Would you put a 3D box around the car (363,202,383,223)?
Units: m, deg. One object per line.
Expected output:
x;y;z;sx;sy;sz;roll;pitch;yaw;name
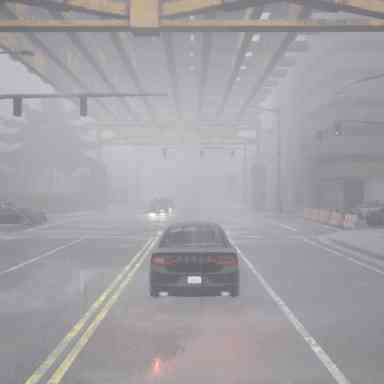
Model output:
13.262;1.240;20.940;4.536;1.218;1.853;0;0;-20;car

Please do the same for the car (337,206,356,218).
13.577;1.234;25.059;4.536;1.218;1.853;0;0;25;car

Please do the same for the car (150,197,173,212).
-3.677;1.450;38.330;2.128;1.511;4.902;0;0;0;car

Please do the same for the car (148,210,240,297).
0.051;1.468;8.617;1.882;1.535;5.008;0;0;0;car

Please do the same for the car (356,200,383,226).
13.213;1.398;20.922;4.974;1.542;2.038;0;0;-20;car

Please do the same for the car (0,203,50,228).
-11.858;1.491;21.583;4.902;1.511;2.128;0;0;-3;car
